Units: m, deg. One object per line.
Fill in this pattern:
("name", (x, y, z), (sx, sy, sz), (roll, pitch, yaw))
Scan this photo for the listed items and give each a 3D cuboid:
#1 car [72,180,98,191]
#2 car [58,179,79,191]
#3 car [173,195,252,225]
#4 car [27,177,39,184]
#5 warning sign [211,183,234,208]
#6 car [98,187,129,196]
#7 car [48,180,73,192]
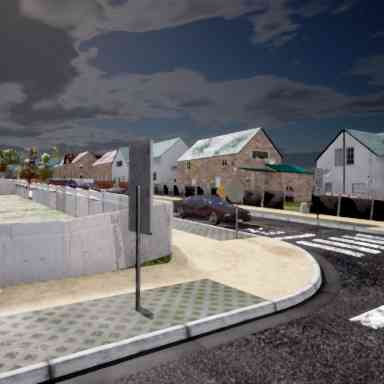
("car", (-13.878, -0.507, 44.394), (2.033, 1.411, 5.357), (0, 2, -35))
("car", (-19.428, -1.157, 52.214), (2.097, 1.767, 4.553), (0, 2, -35))
("car", (0.851, 0.888, 18.366), (2.033, 1.411, 5.357), (0, 2, -35))
("car", (-39.121, -2.884, 81.870), (2.097, 1.767, 4.553), (-3, 3, -35))
("warning sign", (2.336, 0.254, 25.519), (1.300, 1.860, 1.060), (-3, 2, -35))
("car", (-6.026, 0.373, 28.161), (1.895, 1.301, 4.718), (0, 3, -35))
("car", (-18.480, -0.912, 46.061), (2.097, 1.767, 4.553), (0, 3, -35))
